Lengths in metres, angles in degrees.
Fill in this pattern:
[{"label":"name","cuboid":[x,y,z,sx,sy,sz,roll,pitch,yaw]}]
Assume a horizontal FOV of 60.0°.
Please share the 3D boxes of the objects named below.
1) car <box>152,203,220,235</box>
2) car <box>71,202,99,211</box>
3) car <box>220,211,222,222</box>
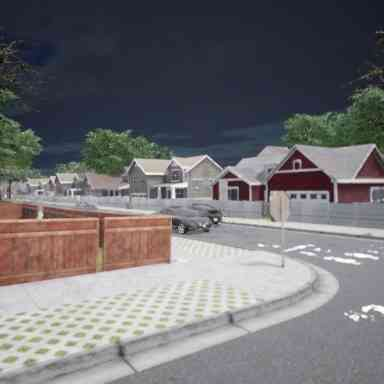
[{"label":"car","cuboid":[-0.723,1.651,20.368,1.837,1.490,4.892,-1,1,-36]},{"label":"car","cuboid":[-11.424,1.806,35.308,1.994,1.385,4.181,-1,1,-36]},{"label":"car","cuboid":[0.160,1.608,24.227,1.837,1.490,4.892,-1,0,-36]}]
